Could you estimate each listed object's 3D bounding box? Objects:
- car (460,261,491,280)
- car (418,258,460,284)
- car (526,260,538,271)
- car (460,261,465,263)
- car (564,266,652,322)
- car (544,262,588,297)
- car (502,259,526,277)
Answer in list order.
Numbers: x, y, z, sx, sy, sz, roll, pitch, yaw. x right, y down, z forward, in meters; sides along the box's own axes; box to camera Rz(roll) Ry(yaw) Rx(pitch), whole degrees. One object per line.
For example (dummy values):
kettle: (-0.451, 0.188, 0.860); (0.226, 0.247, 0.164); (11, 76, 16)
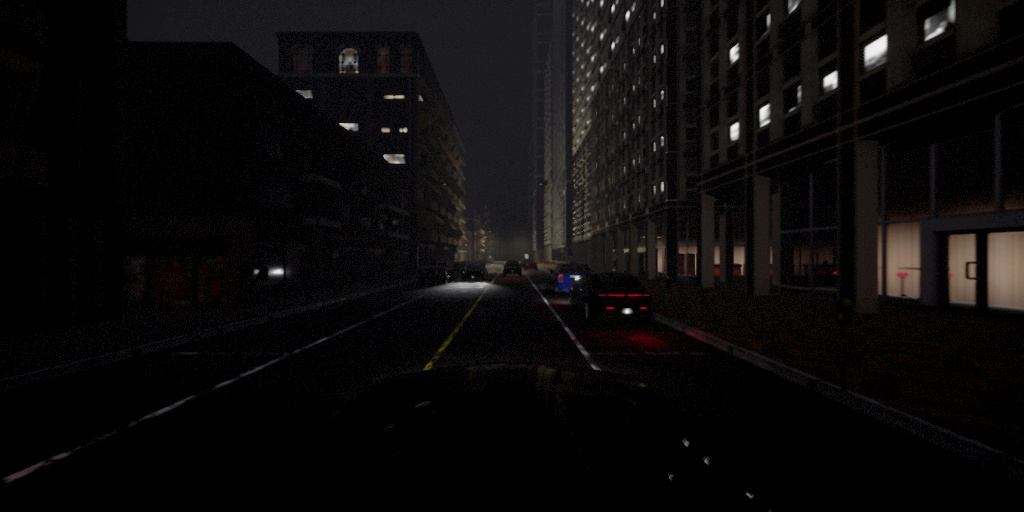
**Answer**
car: (-3.107, 1.357, 30.661); (1.895, 1.301, 4.718); (0, 0, 0)
car: (-5.699, 1.070, 27.527); (2.192, 1.841, 5.009); (0, 0, 0)
car: (2.675, 1.348, 50.123); (1.802, 1.307, 4.207); (0, 0, 0)
car: (-5.702, 1.325, 38.824); (1.948, 1.339, 4.313); (0, 0, 0)
car: (3.142, 1.255, 12.196); (1.837, 1.490, 4.892); (0, 0, 0)
car: (3.107, 1.105, 19.166); (2.097, 1.767, 4.553); (0, 0, 0)
car: (0.057, 1.251, 36.218); (2.128, 1.511, 4.902); (0, 0, 0)
